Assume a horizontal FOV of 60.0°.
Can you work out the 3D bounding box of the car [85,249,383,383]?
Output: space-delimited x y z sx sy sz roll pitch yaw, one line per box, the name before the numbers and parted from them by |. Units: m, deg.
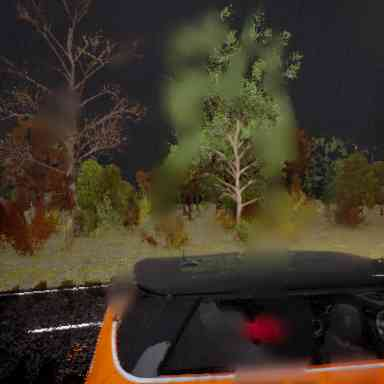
car | 1.333 1.355 2.979 4.553 1.767 2.097 0 0 -10
